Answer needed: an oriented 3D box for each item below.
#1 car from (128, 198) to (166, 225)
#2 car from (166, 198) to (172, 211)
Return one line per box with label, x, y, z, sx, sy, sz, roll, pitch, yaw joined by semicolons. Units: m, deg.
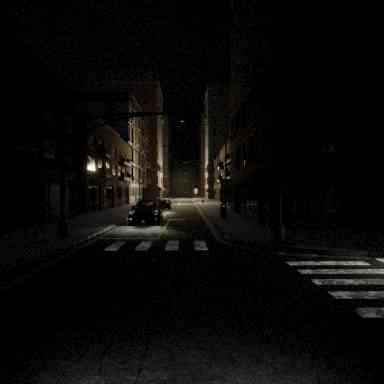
car;-3.236;1.346;24.053;2.097;1.767;4.553;0;0;-1
car;-3.482;1.476;40.826;2.128;1.511;4.902;0;0;-1
